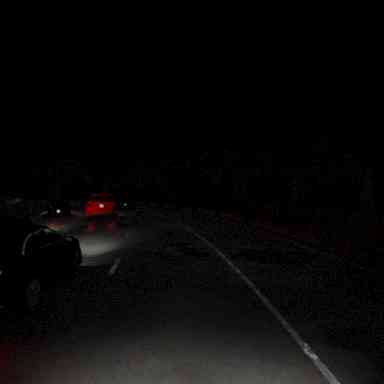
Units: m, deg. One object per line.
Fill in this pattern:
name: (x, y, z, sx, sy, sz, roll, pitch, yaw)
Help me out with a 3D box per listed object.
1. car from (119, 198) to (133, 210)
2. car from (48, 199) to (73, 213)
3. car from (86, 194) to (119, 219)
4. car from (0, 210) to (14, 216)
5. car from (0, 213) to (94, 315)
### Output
car: (-8.591, 1.440, 40.850, 1.994, 1.385, 4.181, 0, 0, -23)
car: (-12.383, 1.426, 31.253, 1.837, 1.490, 4.892, 0, 0, -18)
car: (-7.519, 1.143, 27.541, 2.150, 2.045, 5.566, 0, 0, -16)
car: (-8.117, 1.464, 13.609, 2.128, 1.511, 4.902, 0, 0, -8)
car: (-3.904, 1.475, 7.410, 2.128, 1.511, 4.902, 0, 0, -4)
